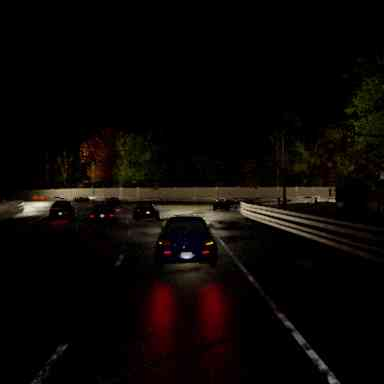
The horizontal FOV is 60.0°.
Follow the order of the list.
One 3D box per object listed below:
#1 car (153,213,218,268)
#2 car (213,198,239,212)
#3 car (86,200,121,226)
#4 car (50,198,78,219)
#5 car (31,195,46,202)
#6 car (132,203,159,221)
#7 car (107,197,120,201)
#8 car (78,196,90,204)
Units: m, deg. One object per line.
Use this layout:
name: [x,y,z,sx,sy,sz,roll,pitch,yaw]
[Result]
car: [-0.199,1.531,11.238,1.812,1.442,4.674,0,0,-1]
car: [4.065,1.493,39.565,2.128,1.511,4.902,0,0,26]
car: [-6.299,1.578,23.653,2.033,1.411,5.357,0,0,-13]
car: [-11.741,1.556,30.257,1.837,1.490,4.892,0,0,-16]
car: [-39.127,1.520,84.890,4.553,1.767,2.097,0,0,41]
car: [-3.934,1.588,27.973,1.994,1.385,4.181,0,0,-14]
car: [-11.698,1.564,48.846,1.837,1.490,4.892,0,0,-25]
car: [-21.678,1.590,65.521,2.128,1.511,4.902,0,0,-36]
